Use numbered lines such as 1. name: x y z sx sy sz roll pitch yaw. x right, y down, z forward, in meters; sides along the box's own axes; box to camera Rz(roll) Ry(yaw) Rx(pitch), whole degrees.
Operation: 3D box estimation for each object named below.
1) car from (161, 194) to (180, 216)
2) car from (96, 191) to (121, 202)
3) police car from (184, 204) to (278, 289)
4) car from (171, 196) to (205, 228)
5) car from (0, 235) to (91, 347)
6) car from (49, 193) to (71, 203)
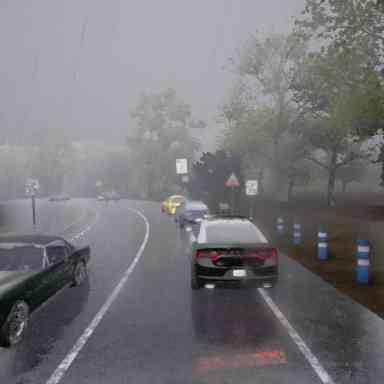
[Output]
1. car: -1.216 0.937 25.693 1.801 1.575 5.366 -2 2 -14
2. car: -11.733 0.610 46.444 2.033 1.411 5.357 -5 3 -35
3. police car: 0.866 1.369 9.187 1.930 1.638 5.238 0 1 -2
4. car: 0.038 1.201 19.362 1.812 1.442 4.674 -1 2 -8
5. car: -3.473 1.584 6.376 1.895 1.301 4.718 0 0 -2
6. car: -20.528 0.895 51.609 1.994 1.385 4.181 -6 4 -44
